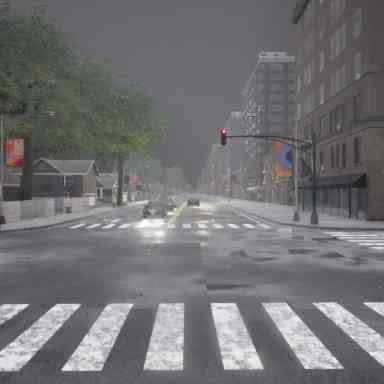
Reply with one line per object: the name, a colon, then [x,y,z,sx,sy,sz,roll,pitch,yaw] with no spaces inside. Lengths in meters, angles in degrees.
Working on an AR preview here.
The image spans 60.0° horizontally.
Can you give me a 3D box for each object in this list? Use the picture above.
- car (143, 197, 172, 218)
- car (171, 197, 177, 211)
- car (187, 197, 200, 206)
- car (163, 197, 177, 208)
car: [-3.263,1.501,30.175,2.128,1.511,4.902,0,0,0]
car: [-3.233,1.368,39.910,2.097,1.767,4.553,0,0,0]
car: [0.245,1.520,54.919,2.128,1.511,4.902,0,0,0]
car: [-3.200,1.549,49.867,1.812,1.442,4.674,0,0,0]
